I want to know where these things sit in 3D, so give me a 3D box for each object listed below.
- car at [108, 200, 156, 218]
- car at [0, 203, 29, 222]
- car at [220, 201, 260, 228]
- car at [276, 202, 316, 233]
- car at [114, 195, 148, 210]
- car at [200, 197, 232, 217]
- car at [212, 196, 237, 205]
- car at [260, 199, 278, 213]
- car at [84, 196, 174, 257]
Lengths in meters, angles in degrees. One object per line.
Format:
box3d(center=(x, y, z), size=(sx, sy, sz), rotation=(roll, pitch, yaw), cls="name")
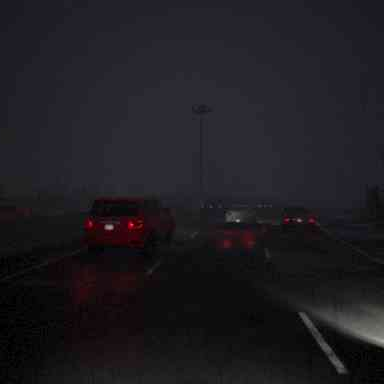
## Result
box3d(center=(-5.334, 1.496, 30.592), size=(2.033, 1.411, 5.357), rotation=(0, 0, 19), cls="car")
box3d(center=(-11.859, 1.420, 19.607), size=(1.882, 1.535, 5.008), rotation=(0, 0, 12), cls="car")
box3d(center=(3.336, 1.509, 22.256), size=(1.812, 1.442, 4.674), rotation=(0, 0, 15), cls="car")
box3d(center=(6.268, 1.542, 19.920), size=(2.033, 1.411, 5.357), rotation=(0, 0, 14), cls="car")
box3d(center=(-7.816, 1.278, 43.235), size=(2.097, 1.767, 4.553), rotation=(0, 0, 25), cls="car")
box3d(center=(2.361, 1.323, 30.681), size=(2.097, 1.767, 4.553), rotation=(0, 0, 19), cls="car")
box3d(center=(5.865, 1.549, 60.050), size=(2.033, 1.411, 5.357), rotation=(0, 0, 36), cls="car")
box3d(center=(8.718, 1.529, 36.984), size=(2.033, 1.411, 5.357), rotation=(0, 0, 25), cls="car")
box3d(center=(-2.209, 1.199, 13.144), size=(2.150, 2.045, 5.566), rotation=(0, 0, 9), cls="car")
